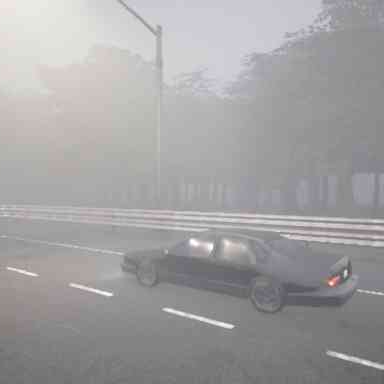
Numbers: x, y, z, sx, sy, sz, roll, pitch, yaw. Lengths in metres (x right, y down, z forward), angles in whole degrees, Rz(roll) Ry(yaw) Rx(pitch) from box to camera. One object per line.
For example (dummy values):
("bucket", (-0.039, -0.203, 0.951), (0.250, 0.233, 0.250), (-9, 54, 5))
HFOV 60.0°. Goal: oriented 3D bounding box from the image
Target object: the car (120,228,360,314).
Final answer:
("car", (0.786, 1.553, 7.606), (5.357, 1.411, 2.033), (0, 0, 35))
